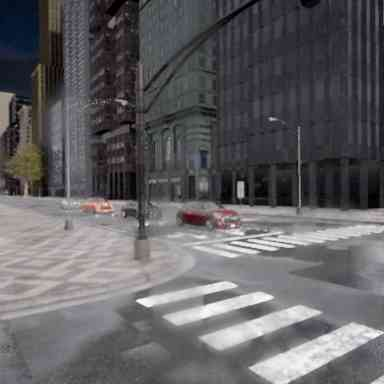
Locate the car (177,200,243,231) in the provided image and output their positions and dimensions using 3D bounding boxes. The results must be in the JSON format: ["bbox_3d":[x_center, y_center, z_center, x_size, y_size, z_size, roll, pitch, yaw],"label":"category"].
[{"bbox_3d":[0.980,1.301,20.335,2.097,1.767,4.553,-1,0,-35],"label":"car"}]

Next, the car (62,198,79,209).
[{"bbox_3d":[-15.978,1.558,44.212,1.812,1.442,4.674,-1,0,-36],"label":"car"}]

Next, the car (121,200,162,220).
[{"bbox_3d":[-4.260,1.480,27.692,1.837,1.490,4.892,-1,0,-35],"label":"car"}]

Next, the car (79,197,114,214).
[{"bbox_3d":[-10.122,1.357,35.940,2.097,1.767,4.553,-1,0,-36],"label":"car"}]
